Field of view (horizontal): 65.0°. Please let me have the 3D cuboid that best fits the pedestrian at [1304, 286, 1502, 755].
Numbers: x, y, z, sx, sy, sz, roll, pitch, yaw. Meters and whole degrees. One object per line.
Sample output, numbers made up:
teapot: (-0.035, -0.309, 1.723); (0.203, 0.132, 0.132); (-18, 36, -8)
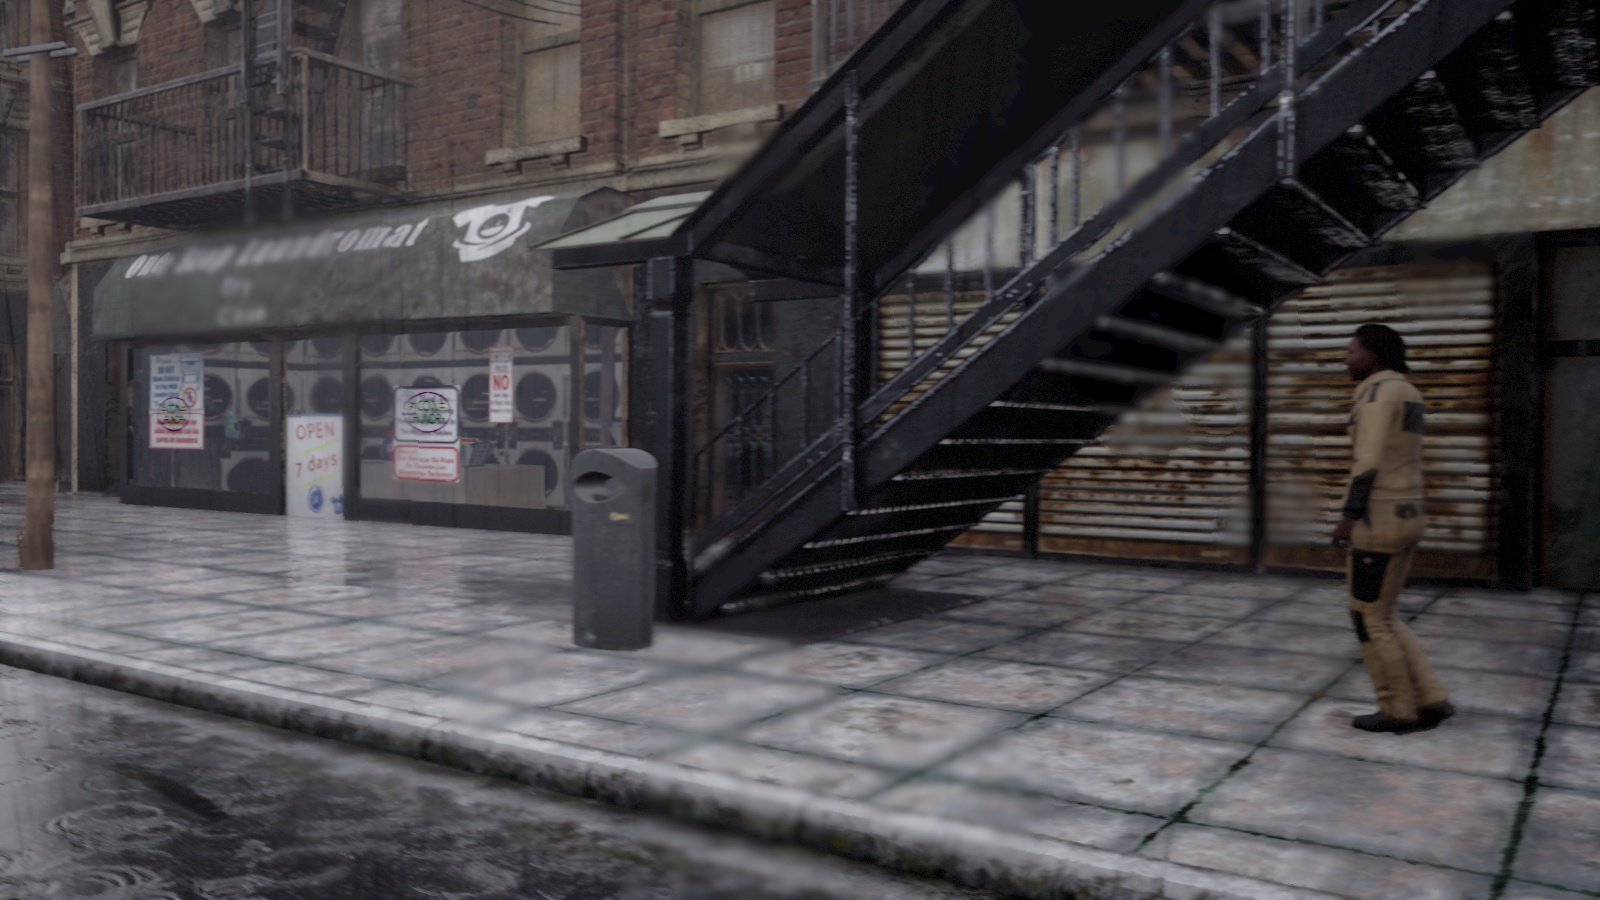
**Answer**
pedestrian: (2.659, 0.288, 5.553); (0.396, 1.930, 0.692); (-1, 1, -45)
